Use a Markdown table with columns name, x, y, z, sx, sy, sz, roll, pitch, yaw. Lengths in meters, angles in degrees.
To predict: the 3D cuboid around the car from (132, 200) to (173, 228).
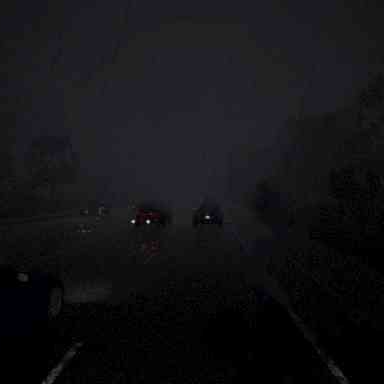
| name | x | y | z | sx | sy | sz | roll | pitch | yaw |
| --- | --- | --- | --- | --- | --- | --- | --- | --- | --- |
| car | -2.463 | 1.509 | 22.246 | 1.837 | 1.490 | 4.892 | 0 | 0 | 3 |

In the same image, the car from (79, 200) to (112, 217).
| name | x | y | z | sx | sy | sz | roll | pitch | yaw |
| --- | --- | --- | --- | --- | --- | --- | --- | --- | --- |
| car | -9.105 | 1.486 | 31.630 | 2.128 | 1.511 | 4.902 | 0 | 0 | 4 |

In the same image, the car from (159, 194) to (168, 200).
| name | x | y | z | sx | sy | sz | roll | pitch | yaw |
| --- | --- | --- | --- | --- | --- | --- | --- | --- | --- |
| car | -6.446 | 1.343 | 72.741 | 2.097 | 1.767 | 4.553 | 0 | 0 | 4 |

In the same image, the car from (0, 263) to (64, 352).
| name | x | y | z | sx | sy | sz | roll | pitch | yaw |
| --- | --- | --- | --- | --- | --- | --- | --- | --- | --- |
| car | -3.278 | 1.522 | 4.170 | 1.812 | 1.442 | 4.674 | 0 | 0 | 1 |

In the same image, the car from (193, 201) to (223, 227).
| name | x | y | z | sx | sy | sz | roll | pitch | yaw |
| --- | --- | --- | --- | --- | --- | --- | --- | --- | --- |
| car | 1.104 | 1.576 | 23.218 | 1.994 | 1.385 | 4.181 | 0 | 0 | 3 |

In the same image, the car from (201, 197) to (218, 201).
| name | x | y | z | sx | sy | sz | roll | pitch | yaw |
| --- | --- | --- | --- | --- | --- | --- | --- | --- | --- |
| car | 2.282 | 1.372 | 42.379 | 2.097 | 1.767 | 4.553 | 0 | 0 | 4 |

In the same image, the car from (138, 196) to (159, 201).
| name | x | y | z | sx | sy | sz | roll | pitch | yaw |
| --- | --- | --- | --- | --- | --- | --- | --- | --- | --- |
| car | -5.262 | 1.481 | 36.973 | 1.882 | 1.535 | 5.008 | 0 | 0 | 4 |
